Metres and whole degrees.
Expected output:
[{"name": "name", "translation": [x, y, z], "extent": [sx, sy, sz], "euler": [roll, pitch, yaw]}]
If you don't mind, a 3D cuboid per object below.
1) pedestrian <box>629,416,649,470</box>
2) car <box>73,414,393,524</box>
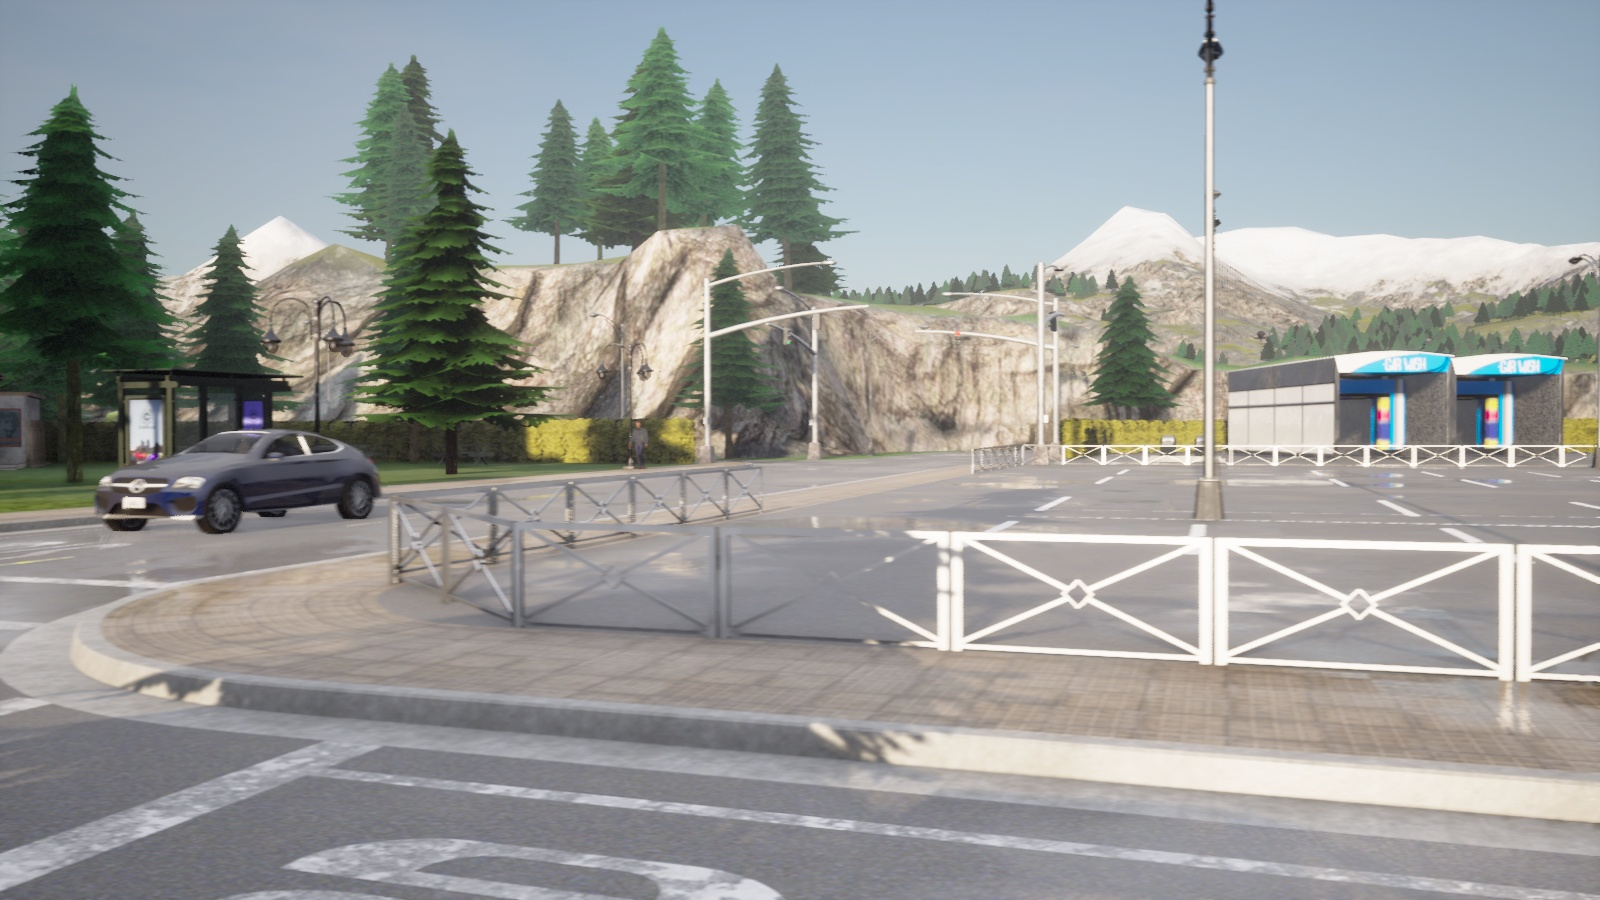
[{"name": "pedestrian", "translation": [-5.835, -0.253, 45.464], "extent": [0.423, 1.949, 0.788], "euler": [0, 1, 16]}, {"name": "car", "translation": [-9.424, 0.241, 21.464], "extent": [2.152, 1.651, 5.027], "euler": [1, 1, 18]}]
